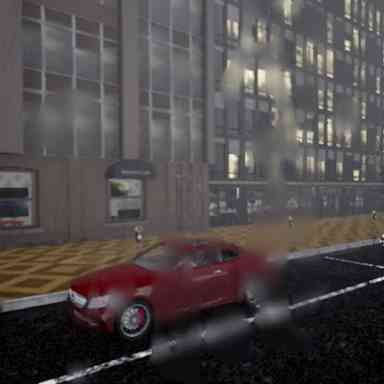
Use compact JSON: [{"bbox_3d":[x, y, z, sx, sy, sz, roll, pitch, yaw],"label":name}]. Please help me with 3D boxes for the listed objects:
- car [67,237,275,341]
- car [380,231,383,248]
[{"bbox_3d":[-0.181,1.581,6.438,4.206,1.307,1.802,0,-1,-35],"label":"car"},{"bbox_3d":[9.077,1.546,13.034,4.403,1.369,2.008,0,-1,-35],"label":"car"}]
